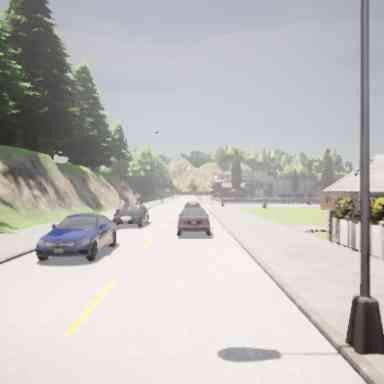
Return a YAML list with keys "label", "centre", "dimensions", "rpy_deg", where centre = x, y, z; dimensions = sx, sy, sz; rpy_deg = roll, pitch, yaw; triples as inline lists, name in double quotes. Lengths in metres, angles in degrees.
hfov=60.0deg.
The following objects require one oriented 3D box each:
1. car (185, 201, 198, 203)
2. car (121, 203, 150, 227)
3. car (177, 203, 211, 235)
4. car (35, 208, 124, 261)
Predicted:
- label: "car"
  centre: [0.060, 1.634, 36.125]
  dimensions: [1.994, 1.385, 4.181]
  rpy_deg: [0, 0, 0]
- label: "car"
  centre: [-4.077, 1.536, 22.956]
  dimensions: [2.128, 1.511, 4.902]
  rpy_deg: [0, 0, 0]
- label: "car"
  centre: [0.095, 1.584, 19.165]
  dimensions: [2.033, 1.411, 5.357]
  rpy_deg: [0, 0, 0]
- label: "car"
  centre: [-4.083, 1.550, 12.528]
  dimensions: [1.812, 1.442, 4.674]
  rpy_deg: [0, 0, 0]
